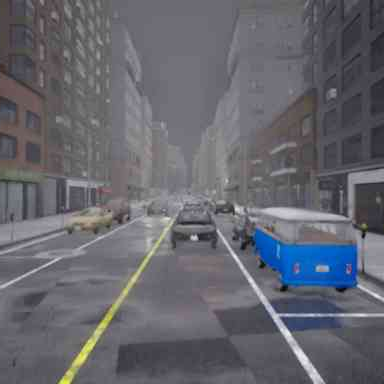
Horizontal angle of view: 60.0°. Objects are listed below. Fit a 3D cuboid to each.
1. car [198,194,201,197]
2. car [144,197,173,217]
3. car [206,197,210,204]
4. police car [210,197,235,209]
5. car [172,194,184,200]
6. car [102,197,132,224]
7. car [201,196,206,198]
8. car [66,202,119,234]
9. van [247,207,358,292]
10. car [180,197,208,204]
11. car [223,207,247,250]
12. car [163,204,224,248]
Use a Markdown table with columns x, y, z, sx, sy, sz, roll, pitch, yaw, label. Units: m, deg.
| x | y | z | sx | sy | sz | roll | pitch | yaw | label |
| --- | --- | --- | --- | --- | --- | --- | --- | --- | --- |
| 2.671 | 1.638 | 63.590 | 2.008 | 1.369 | 4.403 | 0 | 0 | 0 | car |
| -3.101 | 1.533 | 31.544 | 1.837 | 1.490 | 4.892 | 0 | 0 | 0 | car |
| 3.111 | 1.394 | 40.197 | 2.097 | 1.767 | 4.553 | 0 | 0 | 0 | car |
| 3.132 | 1.456 | 33.337 | 1.930 | 1.638 | 5.238 | 0 | 0 | 0 | police car |
| -3.004 | 1.392 | 73.145 | 2.128 | 1.511 | 4.902 | 0 | 0 | 0 | car |
| -5.849 | 1.336 | 25.133 | 2.192 | 1.841 | 5.009 | 1 | 0 | 0 | car |
| 2.673 | 1.608 | 52.607 | 1.887 | 1.381 | 4.507 | 0 | 0 | 0 | car |
| -5.851 | 1.540 | 19.470 | 1.752 | 1.417 | 4.829 | 1 | 0 | 0 | car |
| 2.683 | 1.347 | 8.676 | 1.690 | 1.788 | 3.998 | 1 | 0 | 0 | van |
| 0.092 | 1.520 | 31.393 | 2.128 | 1.511 | 4.902 | 0 | 0 | 0 | car |
| 2.680 | 1.561 | 14.167 | 2.008 | 1.369 | 4.403 | 1 | 0 | 0 | car |
| 0.088 | 1.504 | 14.816 | 2.128 | 1.511 | 4.902 | 0 | 0 | 0 | car |
